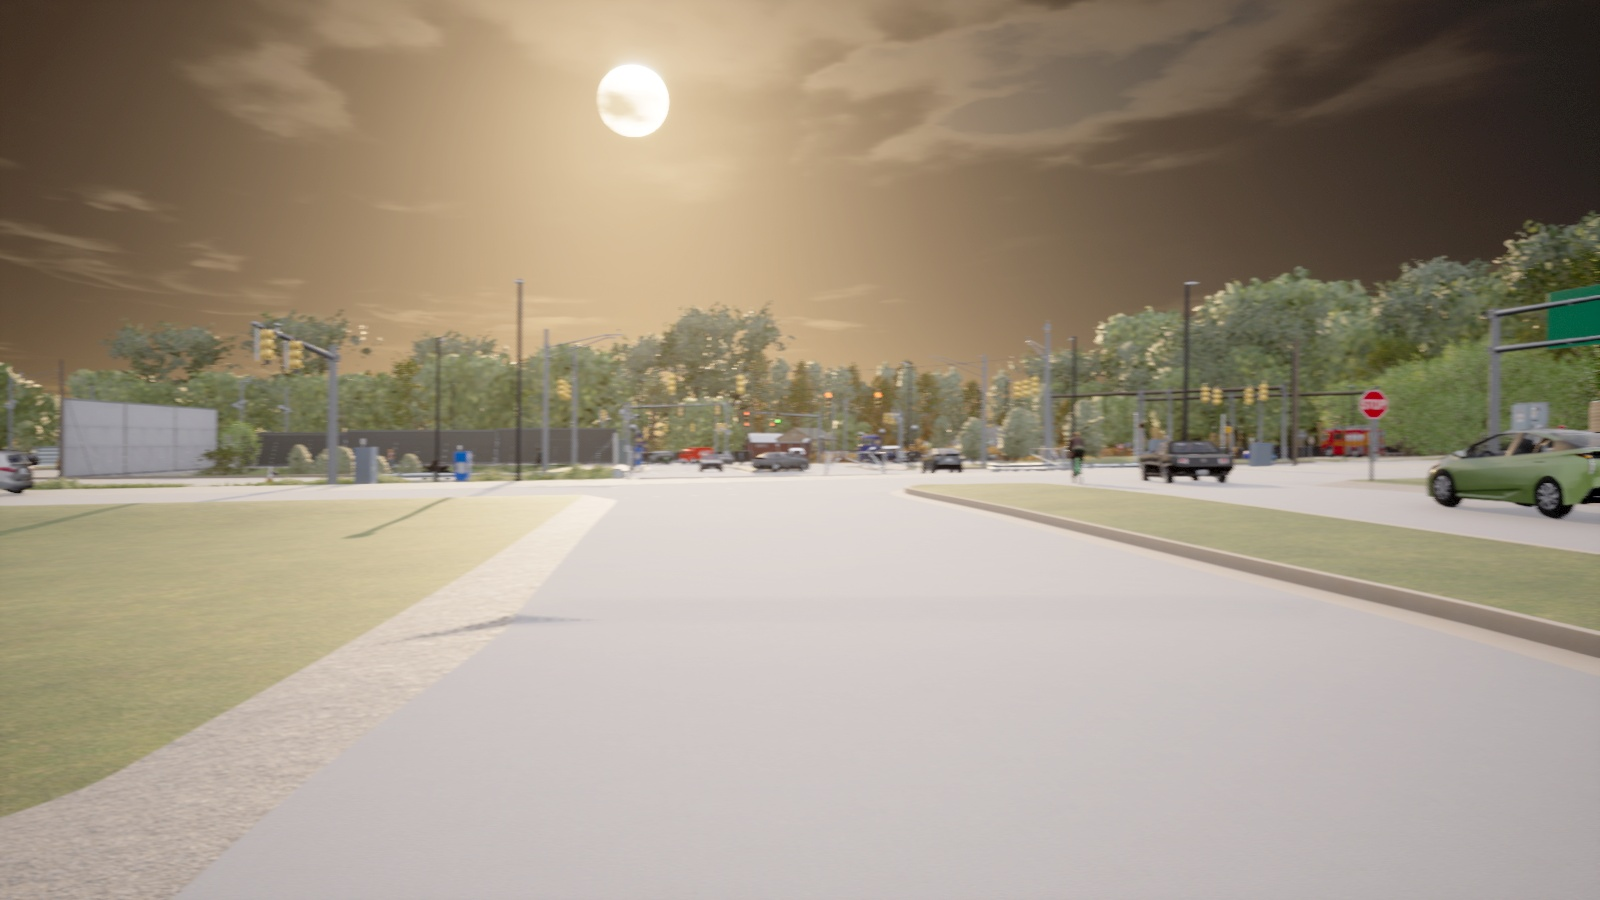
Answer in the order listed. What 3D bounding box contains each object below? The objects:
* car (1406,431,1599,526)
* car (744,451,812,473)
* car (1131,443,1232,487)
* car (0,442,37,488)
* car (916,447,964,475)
[{"bbox_3d":[13.404,0.440,23.025,2.007,1.525,4.514,0,1,-7],"label":"car"},{"bbox_3d":[-1.560,0.814,90.385,2.128,1.511,4.902,0,0,43],"label":"car"},{"bbox_3d":[11.937,0.456,39.597,1.895,1.301,4.718,0,0,2],"label":"car"},{"bbox_3d":[-31.422,0.569,46.730,4.611,1.667,2.242,-1,0,-6],"label":"car"},{"bbox_3d":[7.951,0.630,71.775,2.007,1.525,4.514,0,0,-4],"label":"car"}]
